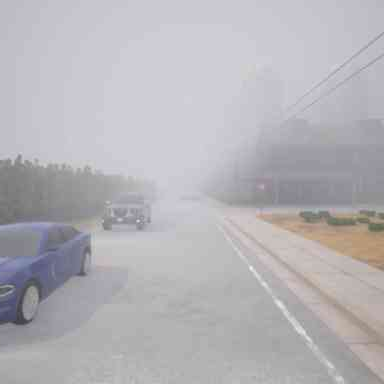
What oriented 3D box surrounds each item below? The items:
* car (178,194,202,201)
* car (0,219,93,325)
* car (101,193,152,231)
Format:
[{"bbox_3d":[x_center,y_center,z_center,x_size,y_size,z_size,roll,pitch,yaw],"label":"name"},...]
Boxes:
[{"bbox_3d":[-0.493,1.059,62.893,4.718,1.301,1.895,0,1,43],"label":"car"},{"bbox_3d":[-3.641,1.423,7.183,1.882,1.535,5.008,0,1,-1],"label":"car"},{"bbox_3d":[-3.695,1.060,19.793,2.150,2.045,5.566,0,0,0],"label":"car"}]
